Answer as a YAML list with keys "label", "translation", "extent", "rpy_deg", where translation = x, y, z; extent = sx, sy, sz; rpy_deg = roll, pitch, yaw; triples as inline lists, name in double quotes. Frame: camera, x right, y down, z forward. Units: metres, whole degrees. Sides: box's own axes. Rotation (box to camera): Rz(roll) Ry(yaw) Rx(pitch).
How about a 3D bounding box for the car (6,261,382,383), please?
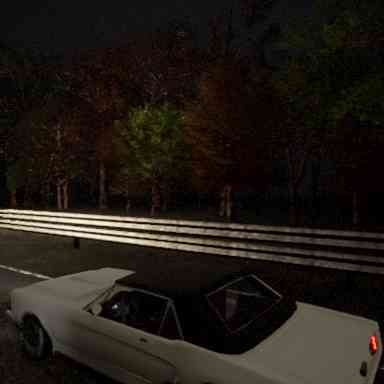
- label: "car"
  translation: [-0.367, 1.601, 4.246]
  extent: [4.718, 1.301, 1.895]
  rpy_deg: [0, 0, 35]
